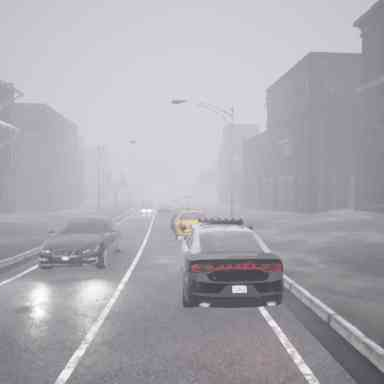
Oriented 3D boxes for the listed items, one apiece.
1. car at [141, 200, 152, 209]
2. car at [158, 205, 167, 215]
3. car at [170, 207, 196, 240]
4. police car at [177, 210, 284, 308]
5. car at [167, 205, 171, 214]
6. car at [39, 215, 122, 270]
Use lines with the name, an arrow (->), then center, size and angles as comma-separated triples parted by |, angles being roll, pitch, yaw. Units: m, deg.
car -> -8.154, 2.239, 60.118 | 2.128, 1.511, 4.902 | 0, 1, -6
car -> -3.801, 2.455, 47.031 | 1.895, 1.301, 4.718 | 0, 0, -5
car -> -0.073, 1.671, 18.373 | 1.801, 1.575, 5.366 | 0, -1, -5
police car -> 0.676, 1.465, 8.198 | 1.930, 1.638, 5.238 | 0, -1, -3
car -> -0.641, 1.859, 24.191 | 1.882, 1.535, 5.008 | 0, -2, -6
car -> -3.585, 1.595, 11.438 | 1.837, 1.490, 4.892 | 0, -1, -4
